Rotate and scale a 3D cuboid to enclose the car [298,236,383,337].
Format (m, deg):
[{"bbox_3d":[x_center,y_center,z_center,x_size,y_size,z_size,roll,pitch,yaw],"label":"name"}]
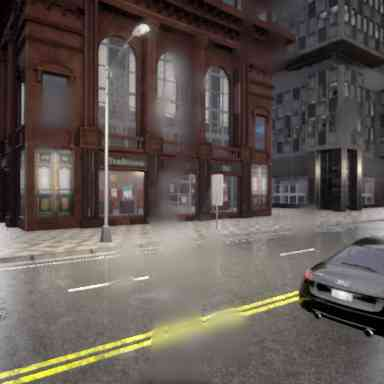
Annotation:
[{"bbox_3d":[3.923,1.554,6.247,4.181,1.385,1.994,0,0,-36],"label":"car"}]
